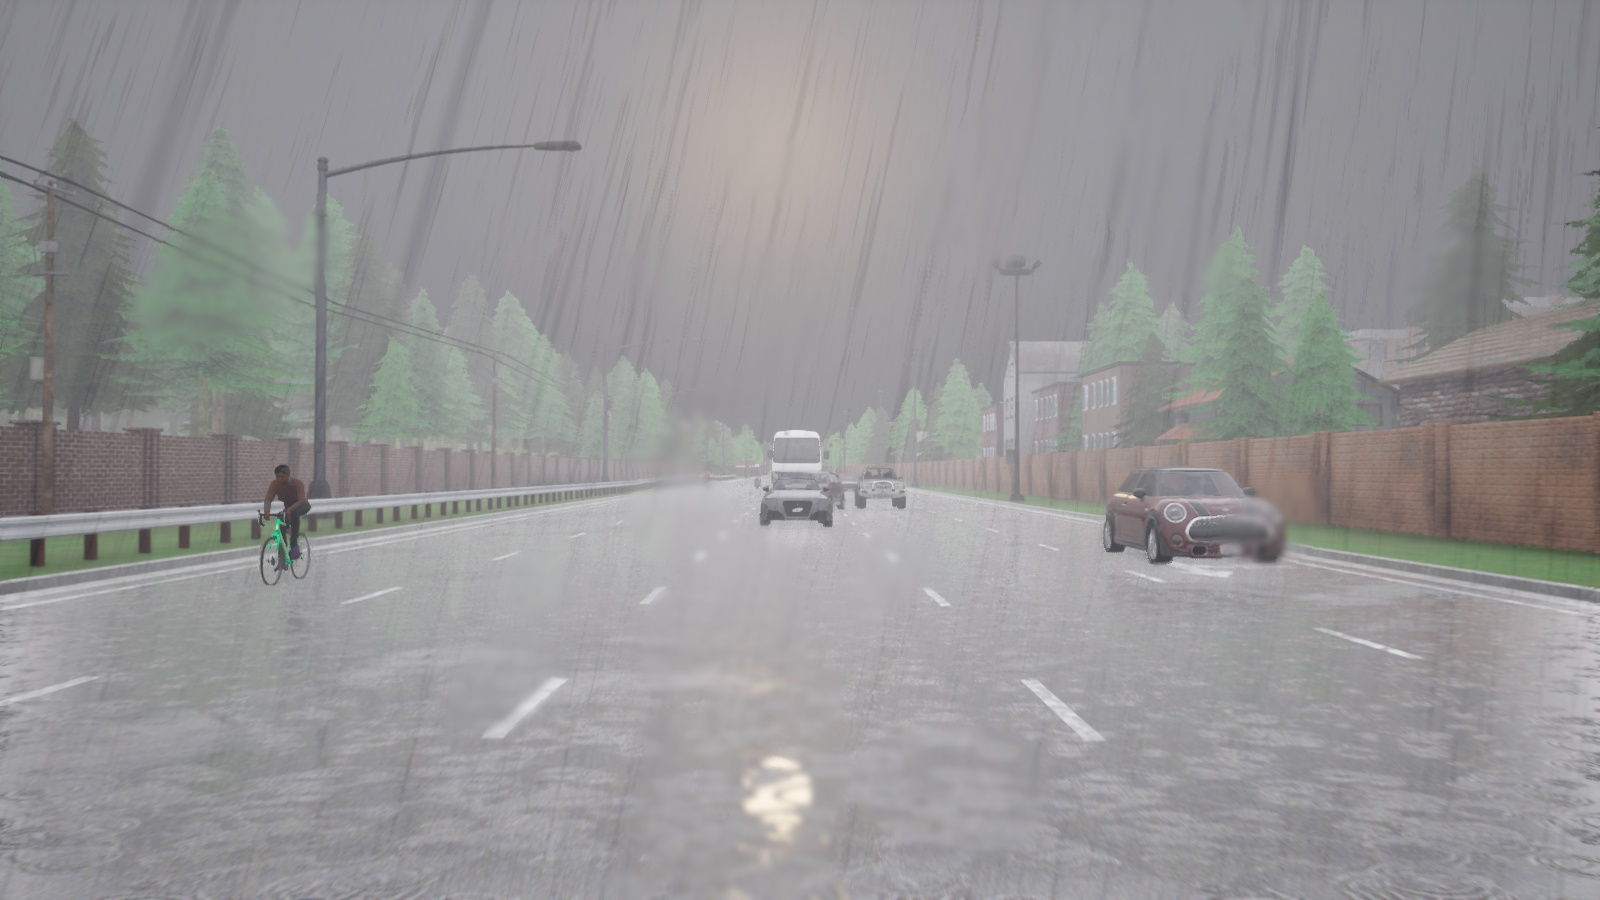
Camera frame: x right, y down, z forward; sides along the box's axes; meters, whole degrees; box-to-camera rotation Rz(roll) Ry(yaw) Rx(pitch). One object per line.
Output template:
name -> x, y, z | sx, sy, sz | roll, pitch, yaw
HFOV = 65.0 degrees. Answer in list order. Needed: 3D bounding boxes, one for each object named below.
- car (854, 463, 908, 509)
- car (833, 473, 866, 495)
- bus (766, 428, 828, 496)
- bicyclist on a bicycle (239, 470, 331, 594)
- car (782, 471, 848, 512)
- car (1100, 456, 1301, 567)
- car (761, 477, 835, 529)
car -> 3.372, 1.505, 52.989 | 1.932, 1.855, 4.605 | 0, -1, 0
car -> 3.291, 2.261, 84.322 | 2.033, 1.411, 5.357 | 0, -1, 0
bus -> -0.215, 0.855, 84.595 | 3.944, 4.253, 10.273 | 0, -1, 0
bicyclist on a bicycle -> -7.043, 1.084, 17.250 | 0.582, 1.620, 1.656 | 0, -1, 0
car -> 0.636, 1.619, 49.459 | 1.789, 1.549, 3.705 | 0, -1, 14
car -> 6.944, 1.019, 22.346 | 2.097, 1.767, 4.553 | 0, -1, 0
car -> -0.103, 1.484, 36.170 | 1.994, 1.385, 4.181 | 0, -1, -1
